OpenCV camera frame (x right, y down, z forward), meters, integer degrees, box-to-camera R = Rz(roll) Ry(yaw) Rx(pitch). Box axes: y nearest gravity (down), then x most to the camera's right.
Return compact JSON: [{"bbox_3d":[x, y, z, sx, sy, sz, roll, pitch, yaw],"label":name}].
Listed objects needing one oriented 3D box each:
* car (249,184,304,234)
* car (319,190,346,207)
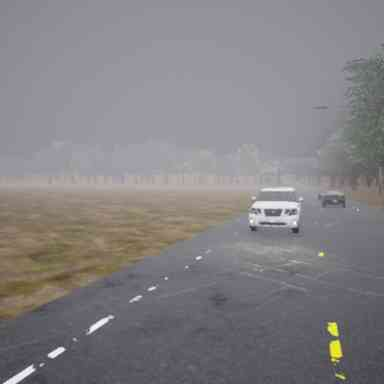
[{"bbox_3d":[4.329,0.789,16.683,2.150,2.045,5.566,0,2,19],"label":"car"},{"bbox_3d":[13.753,0.584,32.406,1.882,1.535,5.008,0,2,19],"label":"car"}]
